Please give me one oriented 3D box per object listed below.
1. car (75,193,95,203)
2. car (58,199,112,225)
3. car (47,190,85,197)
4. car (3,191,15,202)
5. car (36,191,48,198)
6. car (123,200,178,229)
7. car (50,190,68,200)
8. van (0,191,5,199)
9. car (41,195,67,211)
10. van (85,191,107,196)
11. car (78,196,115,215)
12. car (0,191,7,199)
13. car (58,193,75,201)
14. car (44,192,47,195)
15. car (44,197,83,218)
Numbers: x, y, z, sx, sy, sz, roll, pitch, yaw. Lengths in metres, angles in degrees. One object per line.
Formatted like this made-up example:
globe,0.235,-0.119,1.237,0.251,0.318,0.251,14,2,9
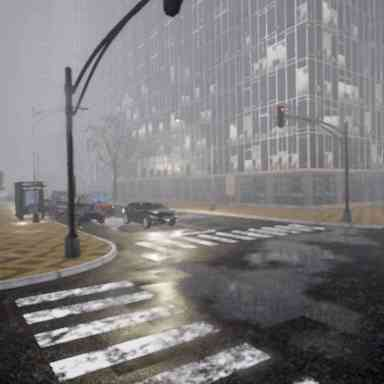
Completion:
car,-16.272,0.920,50.559,1.802,1.307,4.206,-1,1,-34
car,-7.270,1.374,22.297,1.947,1.339,4.313,-1,1,-34
car,-14.265,0.812,37.343,2.150,2.045,5.566,-2,1,-34
car,-29.604,0.982,55.221,2.008,1.369,4.403,-1,1,-34
car,-35.508,0.559,78.717,2.008,1.369,4.403,-1,1,-34
car,-2.666,1.287,20.341,1.837,1.490,4.892,-2,1,-34
car,-25.892,0.489,64.635,2.192,1.841,5.009,-1,1,-34
van,-39.223,0.607,69.297,1.690,1.788,3.998,-1,1,-34
car,-13.619,1.267,31.727,1.947,1.339,4.313,-1,1,-34
van,-13.069,0.733,45.862,1.690,1.788,3.998,-1,1,-34
car,-8.261,1.290,28.556,1.895,1.301,4.718,-2,1,-34
car,-42.427,0.651,73.992,1.967,1.590,4.097,-1,1,-34
car,-22.684,0.810,59.946,1.802,1.307,4.206,-1,1,-34
car,-29.097,0.559,69.329,1.967,1.590,4.097,-1,1,-34
car,-10.462,1.337,27.002,1.802,1.307,4.206,-1,1,-34
